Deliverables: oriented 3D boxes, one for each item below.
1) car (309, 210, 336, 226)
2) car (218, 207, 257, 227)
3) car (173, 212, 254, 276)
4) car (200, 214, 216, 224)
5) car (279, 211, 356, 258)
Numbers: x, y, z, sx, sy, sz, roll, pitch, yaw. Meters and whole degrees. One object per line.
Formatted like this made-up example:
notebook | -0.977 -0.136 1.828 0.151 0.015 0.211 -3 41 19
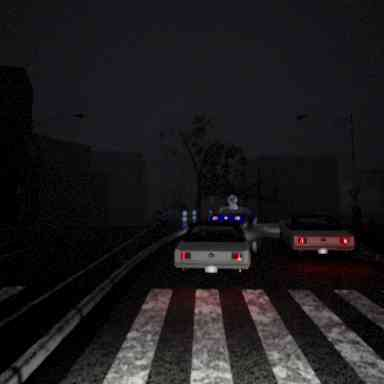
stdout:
car | 13.214 2.678 33.570 1.812 1.442 4.674 -3 -6 30
car | 2.623 1.514 19.741 1.895 1.301 4.718 -2 -3 21
car | 0.739 1.534 10.147 1.895 1.301 4.718 0 1 7
car | 3.093 5.243 64.920 2.128 1.511 4.902 1 -1 -9
car | 4.331 1.454 12.288 1.895 1.301 4.718 -1 1 9
